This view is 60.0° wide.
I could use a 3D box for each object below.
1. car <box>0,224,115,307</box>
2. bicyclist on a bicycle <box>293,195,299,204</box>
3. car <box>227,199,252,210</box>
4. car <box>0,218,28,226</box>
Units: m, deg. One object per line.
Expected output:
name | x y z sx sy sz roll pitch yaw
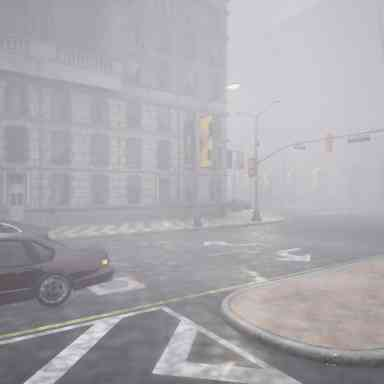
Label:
car | -4.286 1.547 6.480 5.357 1.411 2.033 0 0 -34
bicyclist on a bicycle | 17.913 1.300 57.126 1.656 1.620 0.582 0 0 -35
car | 5.737 1.564 43.157 1.994 1.385 4.181 0 0 -35
car | -6.476 1.492 9.263 4.902 1.511 2.128 0 0 -37
